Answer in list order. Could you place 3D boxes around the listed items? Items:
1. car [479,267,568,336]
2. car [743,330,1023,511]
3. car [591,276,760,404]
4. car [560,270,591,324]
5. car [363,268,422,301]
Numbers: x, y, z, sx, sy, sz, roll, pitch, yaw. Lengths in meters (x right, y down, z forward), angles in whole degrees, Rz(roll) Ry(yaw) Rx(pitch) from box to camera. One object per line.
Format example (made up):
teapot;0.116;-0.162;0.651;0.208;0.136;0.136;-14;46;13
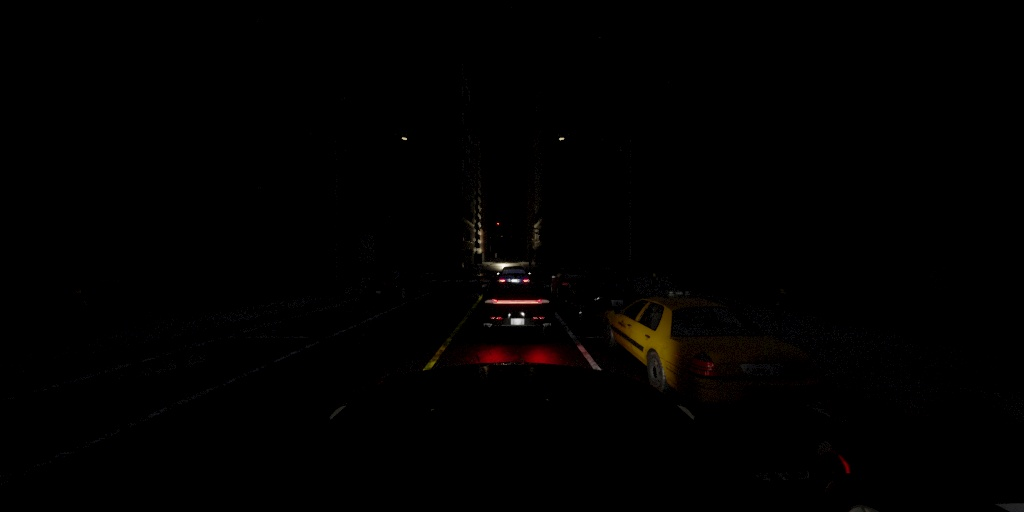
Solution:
car;0.108;1.239;10.367;2.128;1.511;4.902;0;0;0
car;2.872;1.301;0.669;2.007;1.370;4.403;0;0;0
car;2.877;1.274;6.425;1.751;1.417;4.829;0;0;0
car;2.880;1.312;11.841;1.948;1.339;4.313;0;0;0
car;-5.661;1.289;17.430;1.888;1.381;4.507;0;0;0
